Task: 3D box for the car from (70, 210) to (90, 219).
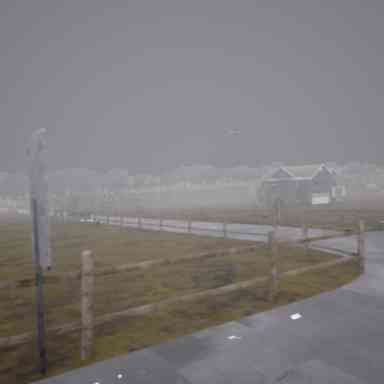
[{"bbox_3d":[-17.163,3.385,50.955,1.895,1.301,4.718,-3,0,-35],"label":"car"}]
